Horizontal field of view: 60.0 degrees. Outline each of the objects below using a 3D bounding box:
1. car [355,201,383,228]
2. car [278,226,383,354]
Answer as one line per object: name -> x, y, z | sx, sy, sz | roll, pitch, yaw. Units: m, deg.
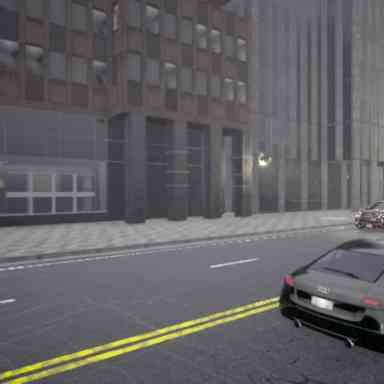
car -> 11.852, 1.332, 20.126 | 4.553, 1.767, 2.097 | 0, 0, -35
car -> 3.498, 1.562, 5.937 | 4.181, 1.385, 1.994 | 0, 0, -36
